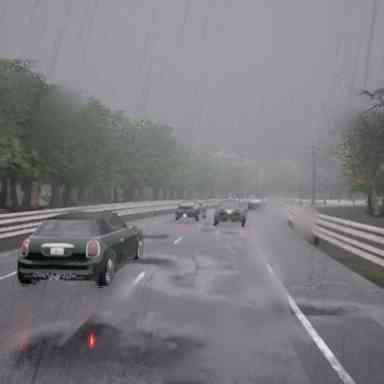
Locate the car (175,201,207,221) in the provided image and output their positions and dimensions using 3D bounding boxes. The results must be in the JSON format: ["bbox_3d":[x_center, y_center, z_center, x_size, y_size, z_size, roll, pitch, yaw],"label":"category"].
[{"bbox_3d":[0.001,1.501,27.010,1.837,1.490,4.892,0,0,13],"label":"car"}]

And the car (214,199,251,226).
[{"bbox_3d":[2.851,1.352,23.664,2.097,1.767,4.553,0,0,12],"label":"car"}]

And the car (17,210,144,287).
[{"bbox_3d":[-2.808,1.318,9.459,2.097,1.767,4.553,0,0,4],"label":"car"}]

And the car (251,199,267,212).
[{"bbox_3d":[8.270,1.675,42.007,1.882,1.535,5.008,0,-1,21],"label":"car"}]
